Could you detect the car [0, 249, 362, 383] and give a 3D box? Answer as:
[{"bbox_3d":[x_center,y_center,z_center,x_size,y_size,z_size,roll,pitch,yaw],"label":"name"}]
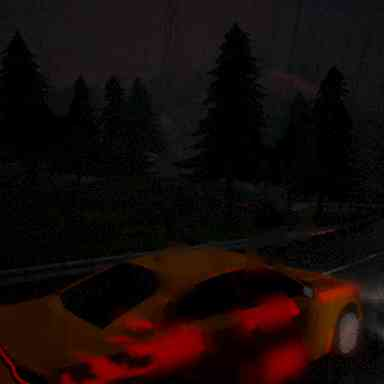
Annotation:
[{"bbox_3d":[0.280,1.497,4.252,5.008,1.535,1.882,0,0,-38],"label":"car"}]
